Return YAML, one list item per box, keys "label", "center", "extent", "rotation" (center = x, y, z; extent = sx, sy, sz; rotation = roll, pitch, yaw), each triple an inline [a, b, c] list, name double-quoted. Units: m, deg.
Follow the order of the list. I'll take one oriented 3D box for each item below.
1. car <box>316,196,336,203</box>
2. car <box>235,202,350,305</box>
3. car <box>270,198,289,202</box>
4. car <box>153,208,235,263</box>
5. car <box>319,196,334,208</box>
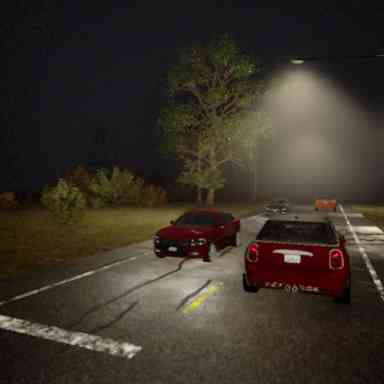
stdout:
- label: "car"
  center: [15.007, 1.171, 37.281]
  extent: [2.097, 1.767, 4.553]
  rotation: [1, 0, 23]
- label: "car"
  center: [2.772, 1.306, 8.421]
  extent: [2.097, 1.767, 4.553]
  rotation: [1, 0, 23]
- label: "car"
  center: [7.702, 1.336, 29.350]
  extent: [1.837, 1.490, 4.892]
  rotation: [0, 1, 23]
- label: "car"
  center: [0.408, 1.392, 12.086]
  extent: [1.882, 1.535, 5.008]
  rotation: [1, 1, 23]
- label: "car"
  center: [18.747, 1.304, 46.296]
  extent: [1.812, 1.442, 4.674]
  rotation: [1, 0, 23]
